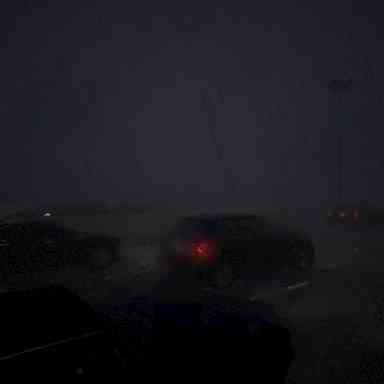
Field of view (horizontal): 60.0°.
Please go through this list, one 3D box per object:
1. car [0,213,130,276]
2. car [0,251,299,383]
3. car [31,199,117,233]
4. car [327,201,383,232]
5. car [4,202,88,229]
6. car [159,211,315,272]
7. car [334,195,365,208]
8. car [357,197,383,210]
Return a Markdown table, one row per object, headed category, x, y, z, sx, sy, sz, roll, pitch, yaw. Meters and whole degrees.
| category | x | y | z | sx | sy | sz | roll | pitch | yaw |
| --- | --- | --- | --- | --- | --- | --- | --- | --- | --- |
| car | -4.308 | 1.519 | 9.392 | 4.892 | 1.490 | 1.837 | 0 | 0 | -36 |
| car | -1.173 | 1.606 | 2.992 | 4.718 | 1.301 | 1.895 | 0 | 0 | -36 |
| car | -7.215 | 1.380 | 20.505 | 4.553 | 1.767 | 2.097 | 0 | 0 | -37 |
| car | 10.318 | 1.357 | 20.405 | 4.553 | 1.767 | 2.097 | 0 | 0 | -37 |
| car | -9.943 | 1.511 | 22.834 | 5.008 | 1.535 | 1.882 | 0 | 0 | -37 |
| car | 1.389 | 1.359 | 9.269 | 4.553 | 1.767 | 2.097 | 0 | 0 | -37 |
| car | 22.468 | 1.366 | 47.480 | 4.553 | 1.767 | 2.097 | 0 | 0 | -37 |
| car | 24.285 | 1.498 | 44.470 | 4.902 | 1.511 | 2.128 | 0 | 0 | -37 |
